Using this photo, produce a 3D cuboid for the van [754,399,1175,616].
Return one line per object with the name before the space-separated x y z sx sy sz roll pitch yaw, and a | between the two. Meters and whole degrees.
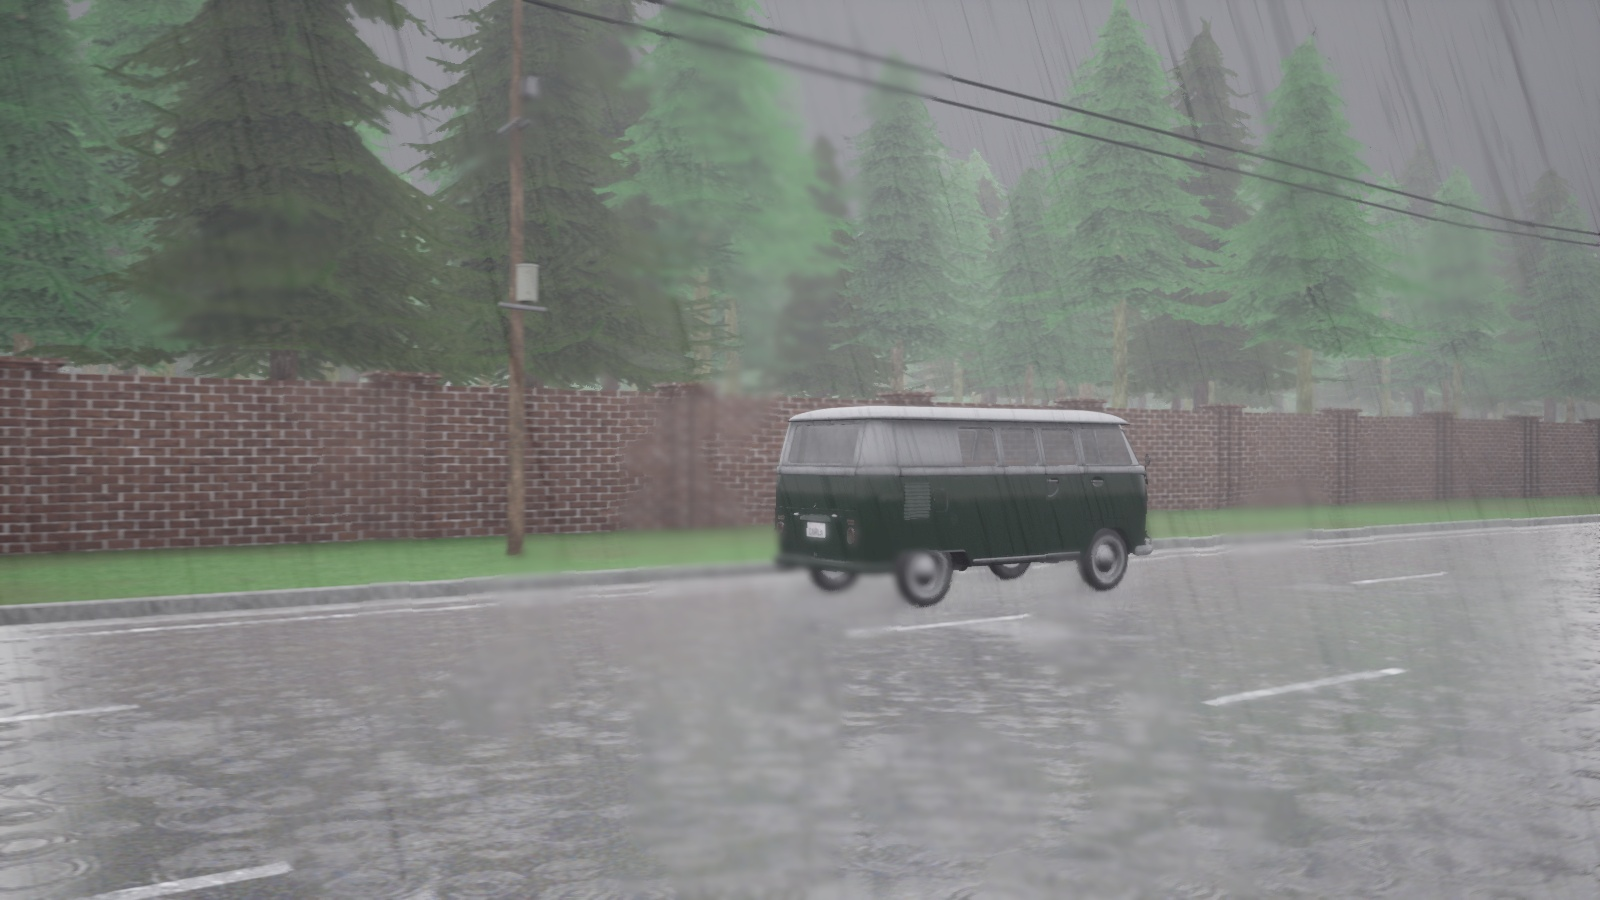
van | 1.855 0.527 13.479 4.442 1.987 1.775 0 0 -35
